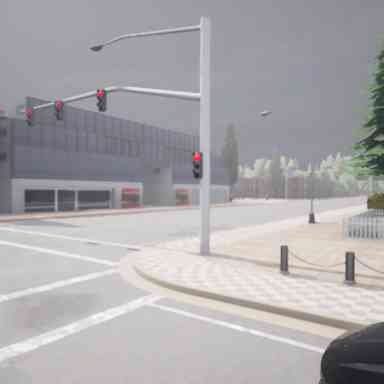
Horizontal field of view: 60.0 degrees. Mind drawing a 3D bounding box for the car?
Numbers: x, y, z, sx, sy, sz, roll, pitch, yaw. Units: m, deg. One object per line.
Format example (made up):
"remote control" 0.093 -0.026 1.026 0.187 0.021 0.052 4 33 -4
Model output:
"car" 3.248 1.485 1.642 5.008 1.535 1.882 0 0 36
